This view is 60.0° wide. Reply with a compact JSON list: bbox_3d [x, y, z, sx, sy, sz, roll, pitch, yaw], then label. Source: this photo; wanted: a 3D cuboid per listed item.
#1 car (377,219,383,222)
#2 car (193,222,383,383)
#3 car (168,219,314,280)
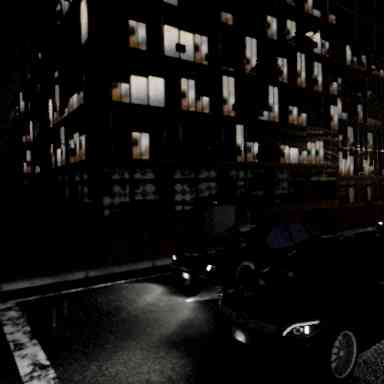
[{"bbox_3d":[10.293,1.381,14.984,4.718,1.301,1.895,-1,0,-35],"label":"car"},{"bbox_3d":[2.492,1.472,5.453,4.674,1.442,1.812,-1,0,-35],"label":"car"},{"bbox_3d":[2.027,1.480,9.115,5.357,1.411,2.033,-1,0,-35],"label":"car"}]
